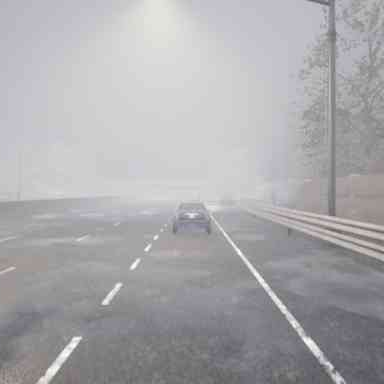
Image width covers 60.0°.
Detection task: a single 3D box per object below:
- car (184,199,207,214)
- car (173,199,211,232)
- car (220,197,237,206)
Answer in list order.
[{"bbox_3d":[0.481,1.500,36.528,2.033,1.411,5.357,0,0,6],"label":"car"},{"bbox_3d":[-0.008,1.324,19.817,2.097,1.767,4.553,0,0,0],"label":"car"},{"bbox_3d":[6.835,1.691,61.590,2.097,1.767,4.553,0,-1,23],"label":"car"}]
